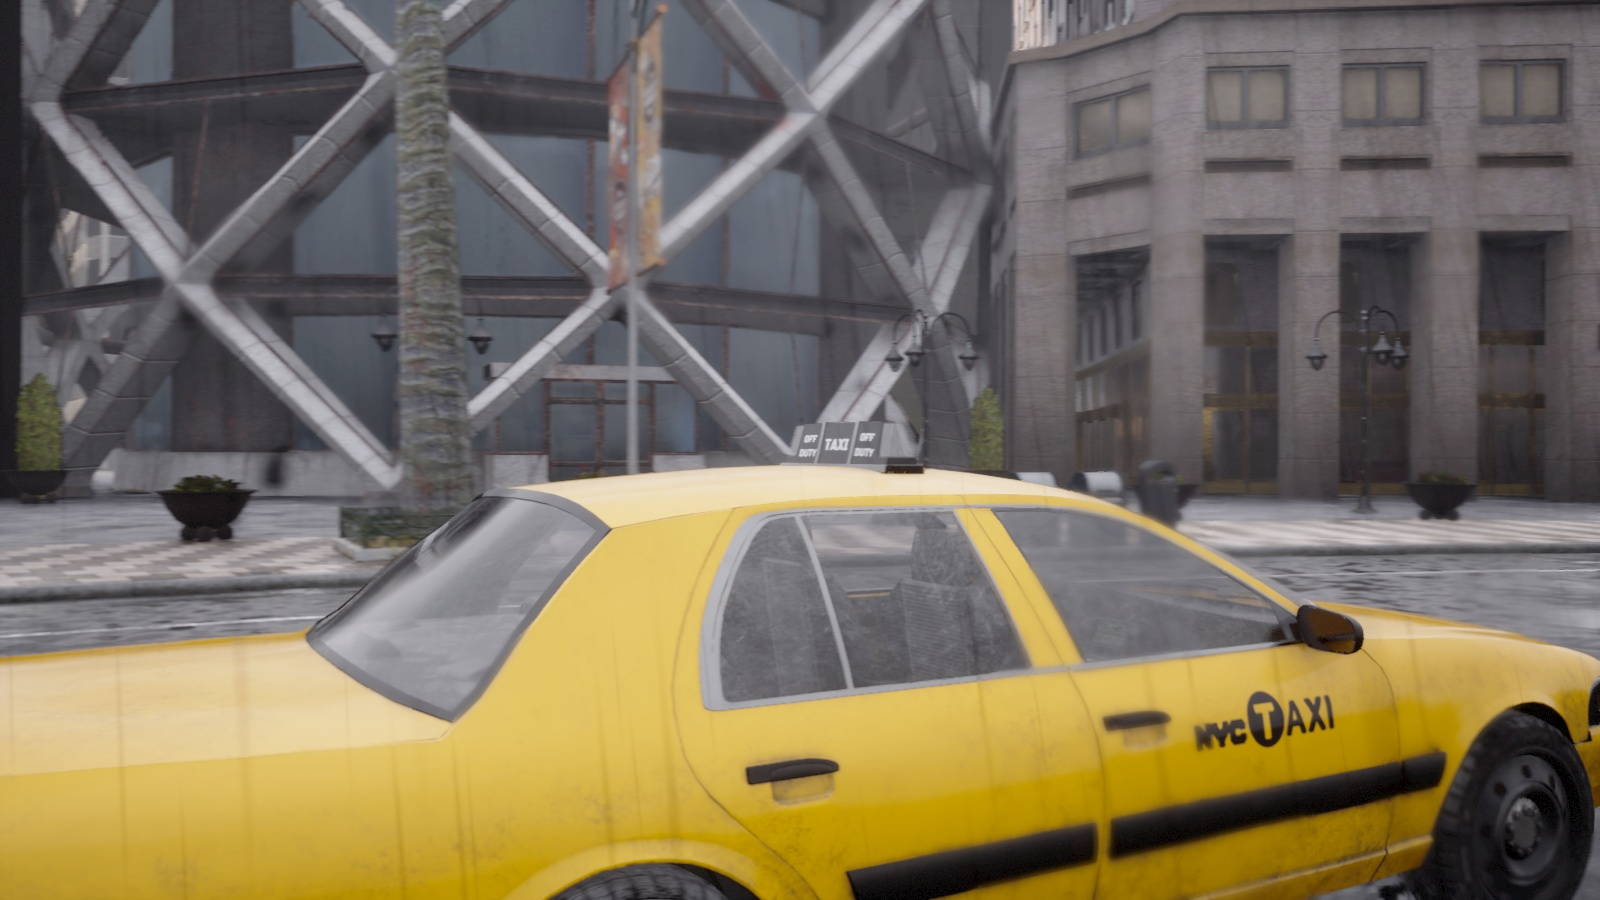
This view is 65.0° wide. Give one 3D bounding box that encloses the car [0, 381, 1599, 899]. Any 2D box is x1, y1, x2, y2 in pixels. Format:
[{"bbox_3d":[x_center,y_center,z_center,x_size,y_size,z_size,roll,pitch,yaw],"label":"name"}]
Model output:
[{"bbox_3d":[0.225,0.688,3.653,5.366,1.575,1.801,0,0,-30],"label":"car"}]
